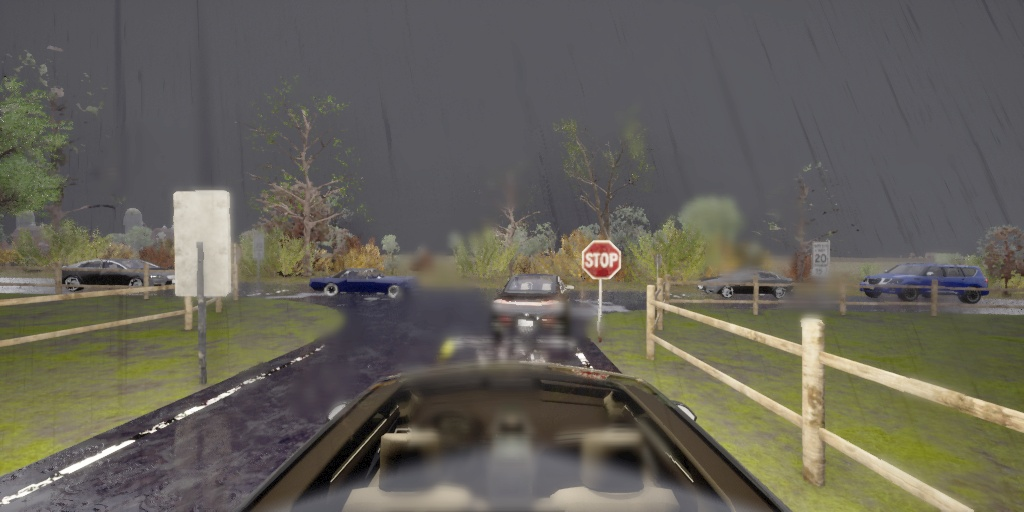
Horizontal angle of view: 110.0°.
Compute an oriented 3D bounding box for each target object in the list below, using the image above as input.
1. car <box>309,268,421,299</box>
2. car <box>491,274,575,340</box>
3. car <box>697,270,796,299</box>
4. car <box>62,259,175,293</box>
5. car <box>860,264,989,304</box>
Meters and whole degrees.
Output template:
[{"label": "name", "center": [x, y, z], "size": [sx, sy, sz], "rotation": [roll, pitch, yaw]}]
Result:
[{"label": "car", "center": [-6.824, 1.248, 17.095], "size": [4.718, 1.301, 1.895], "rotation": [1, 1, 0]}, {"label": "car", "center": [0.705, 1.240, 10.065], "size": [2.128, 1.511, 4.902], "rotation": [0, 0, 9]}, {"label": "car", "center": [13.002, 1.525, 20.025], "size": [4.902, 1.511, 2.128], "rotation": [1, 1, 0]}, {"label": "car", "center": [-18.492, 0.885, 17.111], "size": [4.902, 1.511, 2.128], "rotation": [1, 1, 0]}, {"label": "car", "center": [22.897, 1.466, 20.015], "size": [5.566, 2.045, 2.150], "rotation": [1, 1, 0]}]
